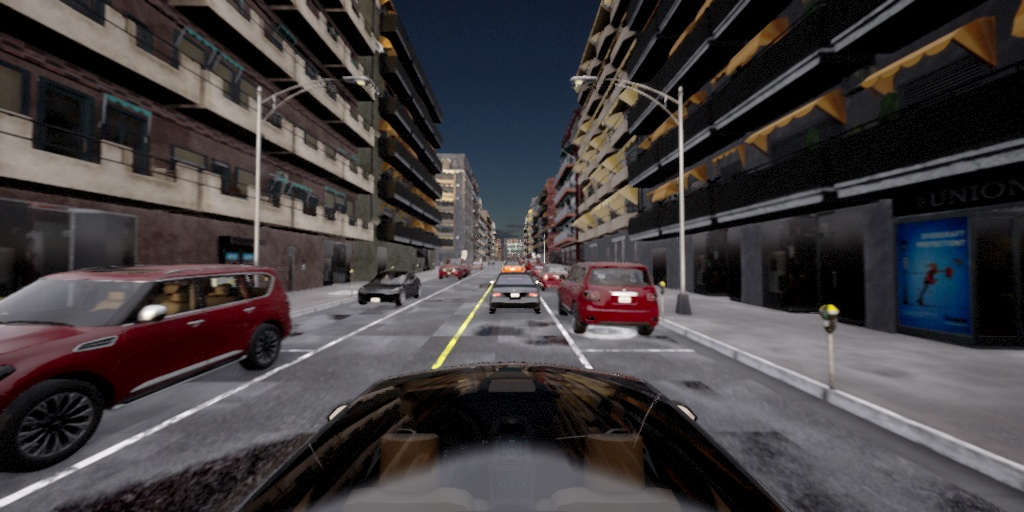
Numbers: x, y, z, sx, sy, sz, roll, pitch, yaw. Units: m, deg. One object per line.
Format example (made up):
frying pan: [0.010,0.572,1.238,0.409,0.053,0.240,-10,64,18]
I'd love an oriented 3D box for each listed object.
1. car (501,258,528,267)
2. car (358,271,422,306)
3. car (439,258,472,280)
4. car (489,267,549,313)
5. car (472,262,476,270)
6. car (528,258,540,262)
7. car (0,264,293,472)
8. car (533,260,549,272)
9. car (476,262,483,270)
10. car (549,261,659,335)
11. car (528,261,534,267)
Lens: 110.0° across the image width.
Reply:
car: [0.100,1.178,32.684,2.097,1.767,4.553,0,0,0]
car: [-5.314,1.343,16.113,1.948,1.339,4.313,0,0,0]
car: [-5.315,1.140,32.702,2.192,1.841,5.009,0,0,0]
car: [0.107,1.321,14.123,2.033,1.411,5.357,0,0,0]
car: [-5.315,1.391,38.233,1.888,1.381,4.507,0,0,0]
car: [2.533,1.182,43.709,2.192,1.841,5.009,0,0,0]
car: [-5.314,1.070,5.051,2.192,1.841,5.009,0,0,0]
car: [2.533,1.232,21.585,1.967,1.591,4.097,0,0,0]
car: [-5.316,1.499,54.826,1.802,1.307,4.207,0,0,0]
car: [2.534,1.080,10.522,2.192,1.841,5.009,0,0,0]
car: [2.533,1.407,32.647,1.802,1.307,4.207,0,0,0]
